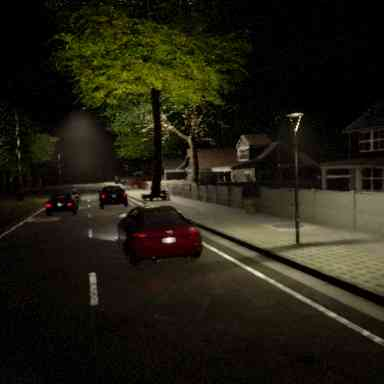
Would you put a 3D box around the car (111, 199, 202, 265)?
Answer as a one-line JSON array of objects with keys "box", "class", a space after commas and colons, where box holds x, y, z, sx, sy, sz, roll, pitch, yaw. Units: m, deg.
[{"box": [-1.178, 1.099, 10.166, 1.994, 1.385, 4.181, -3, 3, -17], "class": "car"}]

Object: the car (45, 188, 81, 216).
[{"box": [-8.855, 0.747, 22.795, 2.033, 1.411, 5.357, -3, 3, -17], "class": "car"}]

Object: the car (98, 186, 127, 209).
[{"box": [-6.509, 0.266, 27.023, 2.097, 1.767, 4.553, -3, 3, -17], "class": "car"}]
